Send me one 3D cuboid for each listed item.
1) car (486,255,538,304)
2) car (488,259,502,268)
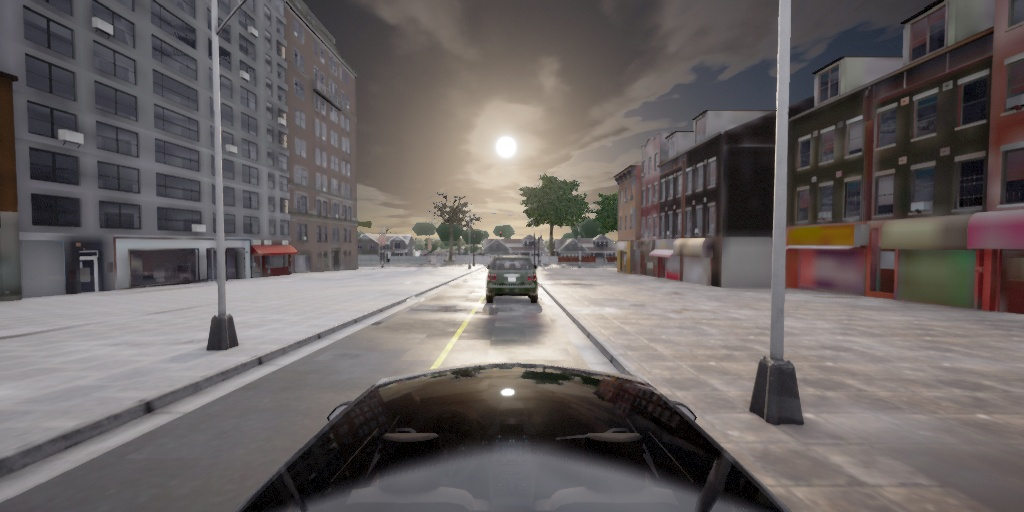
[{"bbox_3d":[0.000,0.997,16.536,2.150,2.045,5.566,0,0,0],"label":"car"},{"bbox_3d":[-2.741,1.219,60.594,2.128,1.511,4.902,1,-1,0],"label":"car"}]
